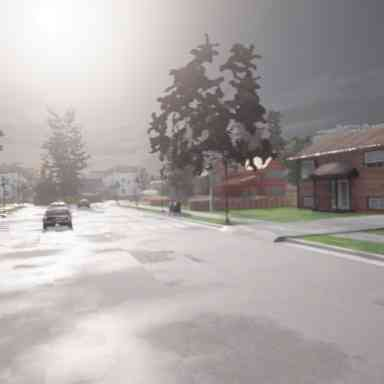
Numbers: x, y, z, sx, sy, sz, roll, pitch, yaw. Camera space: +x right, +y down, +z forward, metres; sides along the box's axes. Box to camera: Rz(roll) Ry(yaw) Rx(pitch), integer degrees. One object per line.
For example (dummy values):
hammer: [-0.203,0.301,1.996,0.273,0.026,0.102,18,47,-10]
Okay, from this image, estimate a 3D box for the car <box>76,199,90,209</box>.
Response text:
car: [-17.996,1.963,54.959,1.837,1.490,4.892,-1,0,-22]

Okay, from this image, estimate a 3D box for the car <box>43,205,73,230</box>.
car: [-9.585,1.854,23.736,1.895,1.301,4.718,-1,0,-22]

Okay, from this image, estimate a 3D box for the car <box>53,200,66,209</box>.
car: [-23.445,2.139,58.926,2.033,1.411,5.357,-1,0,-22]

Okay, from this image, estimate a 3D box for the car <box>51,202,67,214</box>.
car: [-17.340,2.043,43.438,1.895,1.301,4.718,-1,0,-21]

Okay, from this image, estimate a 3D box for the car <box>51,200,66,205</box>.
car: [-13.303,1.835,33.147,2.128,1.511,4.902,-1,0,-21]
